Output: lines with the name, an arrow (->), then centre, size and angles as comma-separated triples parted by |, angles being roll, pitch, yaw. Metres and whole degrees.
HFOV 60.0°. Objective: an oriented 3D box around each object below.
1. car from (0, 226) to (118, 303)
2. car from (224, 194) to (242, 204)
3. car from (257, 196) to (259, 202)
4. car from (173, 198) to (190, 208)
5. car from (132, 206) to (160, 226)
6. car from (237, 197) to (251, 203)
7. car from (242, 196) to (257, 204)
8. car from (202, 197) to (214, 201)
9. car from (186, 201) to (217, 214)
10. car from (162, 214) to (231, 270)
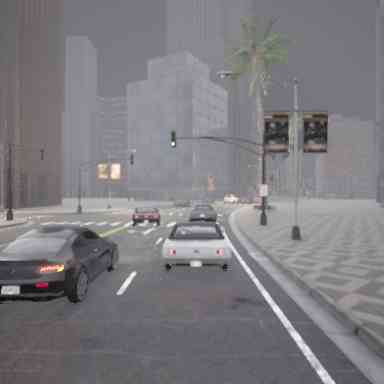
car -> -3.139, 1.547, 8.097 | 1.812, 1.442, 4.674 | 0, 0, 0
car -> 8.436, 1.539, 71.365 | 2.150, 2.045, 5.566 | 0, 0, 22
car -> 15.995, 1.705, 80.483 | 2.097, 1.767, 4.553 | 0, 0, 27
car -> -1.466, 1.709, 51.201 | 1.837, 1.490, 4.892 | 0, 0, 14
car -> -3.354, 1.676, 24.186 | 1.895, 1.301, 4.718 | 0, 0, -8
car -> 12.704, 1.930, 81.155 | 1.895, 1.301, 4.718 | 0, 0, 27
car -> 11.789, 1.864, 71.011 | 2.033, 1.411, 5.357 | 0, 0, 22
car -> 3.202, 1.788, 66.690 | 1.837, 1.490, 4.892 | 0, 0, 19
car -> 0.923, 1.646, 25.498 | 1.994, 1.385, 4.181 | 0, 0, 5
car -> 0.145, 1.630, 11.069 | 1.895, 1.301, 4.718 | 0, 0, 1
